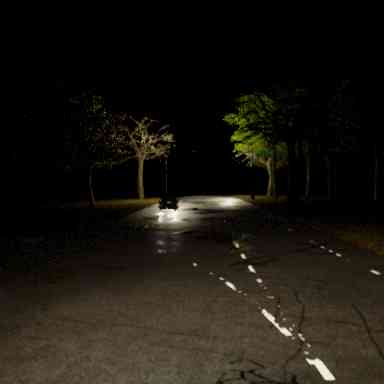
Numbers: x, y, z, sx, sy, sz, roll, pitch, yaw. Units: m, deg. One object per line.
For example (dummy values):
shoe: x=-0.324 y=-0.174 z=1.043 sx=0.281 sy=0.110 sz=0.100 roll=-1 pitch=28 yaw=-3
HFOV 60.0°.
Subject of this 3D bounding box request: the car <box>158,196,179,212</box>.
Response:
car: x=-2.492 y=1.259 z=35.965 sx=1.837 sy=1.490 sz=4.892 roll=-1 pitch=1 yaw=2
